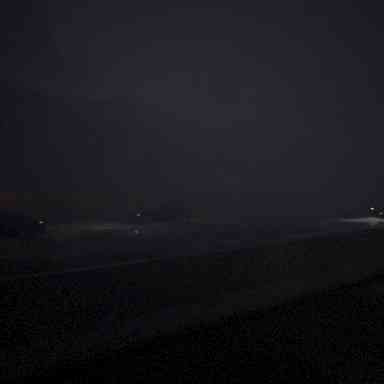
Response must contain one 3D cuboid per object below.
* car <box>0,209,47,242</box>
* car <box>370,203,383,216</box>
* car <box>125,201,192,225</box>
[{"bbox_3d":[-8.984,1.522,14.781,4.674,1.442,1.812,0,0,-36],"label":"car"},{"bbox_3d":[17.928,1.529,29.677,4.718,1.301,1.895,0,0,-35],"label":"car"},{"bbox_3d":[-2.320,1.450,23.837,5.008,1.535,1.882,0,0,-35],"label":"car"}]
